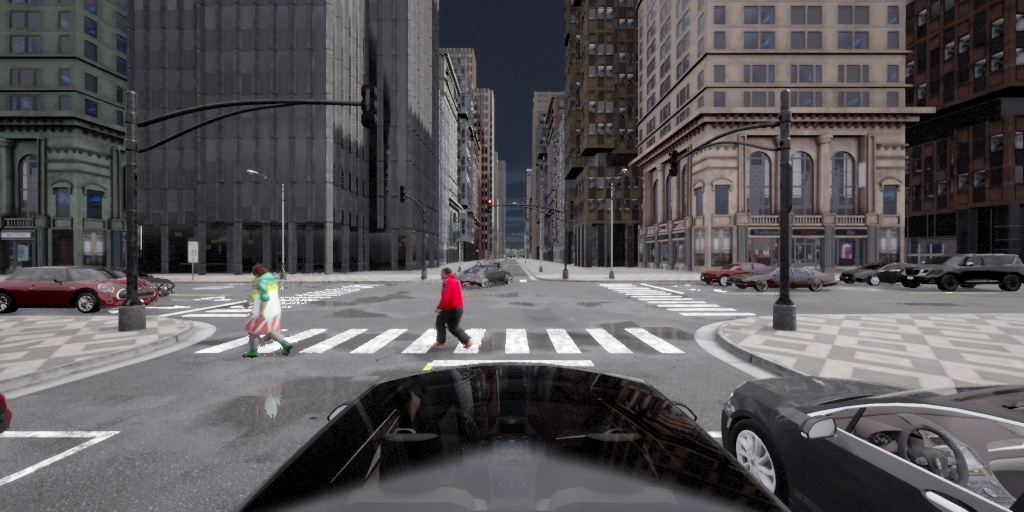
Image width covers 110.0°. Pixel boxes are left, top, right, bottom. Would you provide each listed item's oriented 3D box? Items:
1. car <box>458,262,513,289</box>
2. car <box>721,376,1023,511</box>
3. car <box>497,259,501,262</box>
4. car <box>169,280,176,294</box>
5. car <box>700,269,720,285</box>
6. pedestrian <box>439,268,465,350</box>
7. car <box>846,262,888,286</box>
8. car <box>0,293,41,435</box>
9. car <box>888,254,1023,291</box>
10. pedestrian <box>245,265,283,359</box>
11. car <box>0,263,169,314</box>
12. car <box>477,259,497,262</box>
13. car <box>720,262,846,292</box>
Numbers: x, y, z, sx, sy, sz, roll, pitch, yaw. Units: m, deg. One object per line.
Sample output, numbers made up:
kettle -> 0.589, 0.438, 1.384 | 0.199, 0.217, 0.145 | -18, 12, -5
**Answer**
car -> -1.682, 1.313, 23.519 | 1.994, 1.385, 4.181 | 0, 0, 32
car -> 2.762, 1.300, 1.564 | 2.007, 1.370, 4.403 | 0, 0, 0
car -> -2.917, 1.245, 47.607 | 2.128, 1.511, 4.902 | 0, 0, 0
car -> -18.838, 1.310, 16.974 | 4.892, 1.490, 1.837 | 0, 0, 0
car -> 15.102, 1.161, 23.638 | 5.008, 1.535, 1.882 | 0, 0, 0
pedestrian -> -1.284, 1.049, 7.649 | 0.375, 1.860, 0.375 | 0, 0, 0
car -> 24.481, 1.163, 23.625 | 4.892, 1.490, 1.837 | 0, 0, 0
car -> -5.763, 1.190, 1.569 | 1.967, 1.591, 4.097 | 0, 0, 0
car -> 25.441, 0.891, 20.363 | 5.566, 2.045, 2.150 | 0, 0, 1
pedestrian -> -4.861, 1.043, 7.048 | 0.375, 1.860, 0.375 | 0, 0, 0
car -> -16.502, 1.164, 13.722 | 4.553, 1.767, 2.097 | 0, 0, 0
car -> -2.942, 1.243, 36.906 | 2.128, 1.511, 4.902 | 0, 0, 0
car -> 15.254, 1.244, 20.390 | 5.357, 1.411, 2.033 | 0, 0, 0
